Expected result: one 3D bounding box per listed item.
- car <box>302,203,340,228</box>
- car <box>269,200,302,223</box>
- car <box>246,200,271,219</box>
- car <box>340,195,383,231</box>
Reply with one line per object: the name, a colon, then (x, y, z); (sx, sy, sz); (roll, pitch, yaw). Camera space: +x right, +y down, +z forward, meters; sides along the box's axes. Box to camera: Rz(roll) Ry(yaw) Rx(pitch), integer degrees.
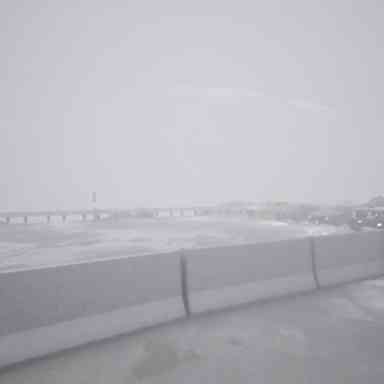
car: (10.245, 1.531, 22.307); (5.357, 1.411, 2.033); (0, 0, -28)
car: (8.273, 1.541, 25.168); (4.181, 1.385, 1.994); (0, 0, -28)
car: (6.901, 1.447, 28.409); (5.008, 1.535, 1.882); (0, 0, -28)
car: (11.329, 1.212, 18.909); (5.566, 2.045, 2.150); (0, 0, -28)
